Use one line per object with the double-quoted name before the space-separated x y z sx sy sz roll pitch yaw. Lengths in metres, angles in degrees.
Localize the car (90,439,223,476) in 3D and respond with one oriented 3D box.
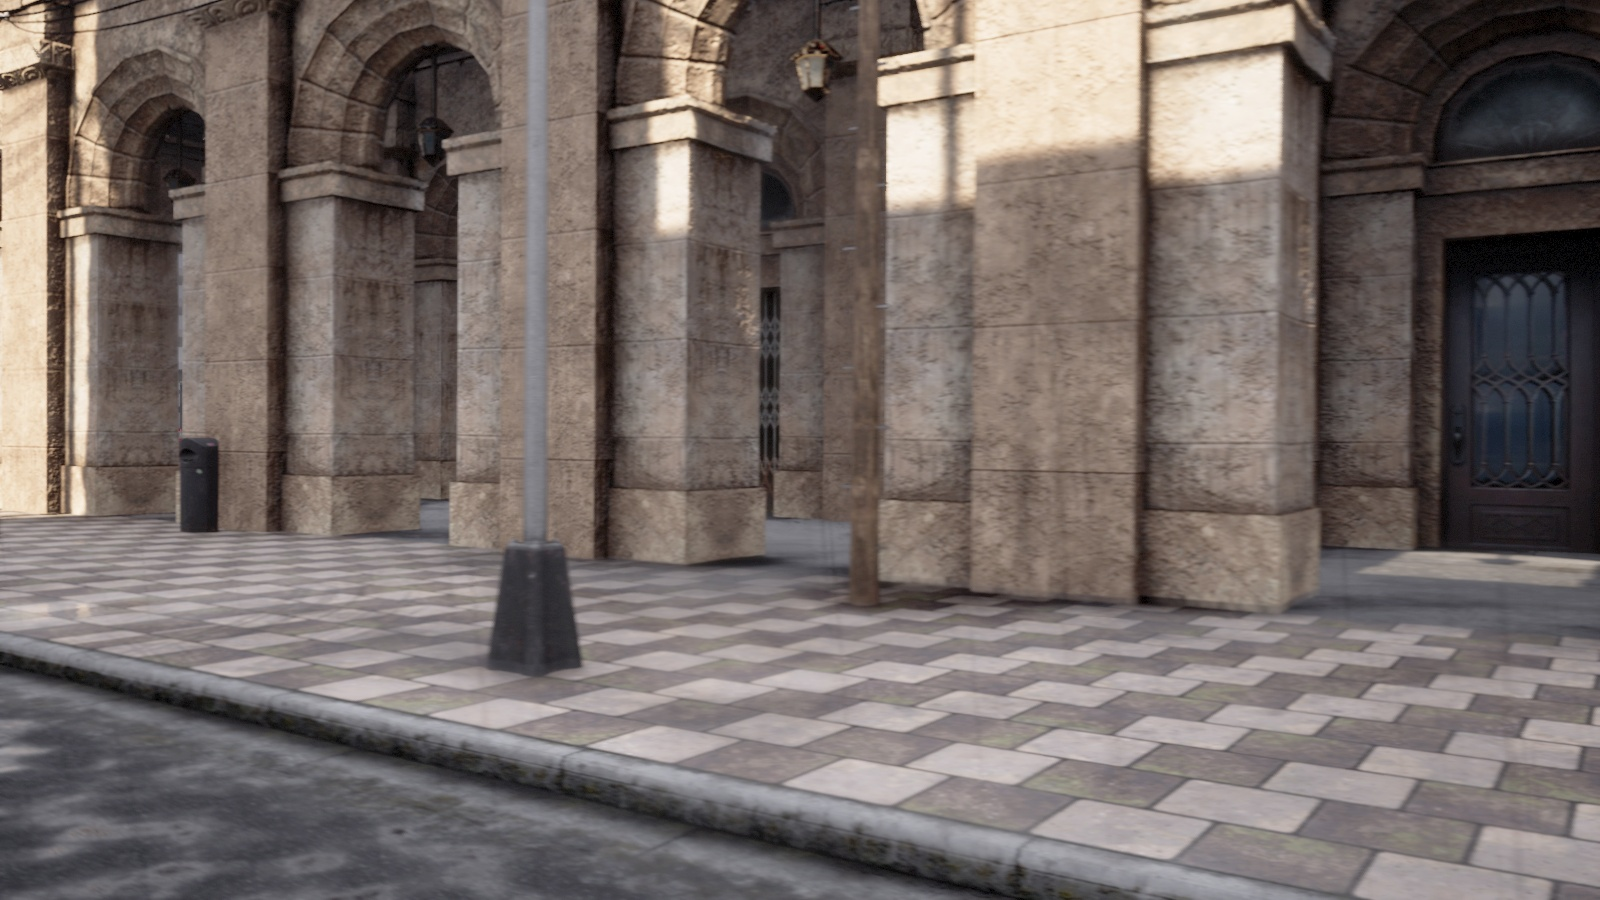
"car" -28.847 0.290 56.472 1.882 1.535 5.008 0 1 34
